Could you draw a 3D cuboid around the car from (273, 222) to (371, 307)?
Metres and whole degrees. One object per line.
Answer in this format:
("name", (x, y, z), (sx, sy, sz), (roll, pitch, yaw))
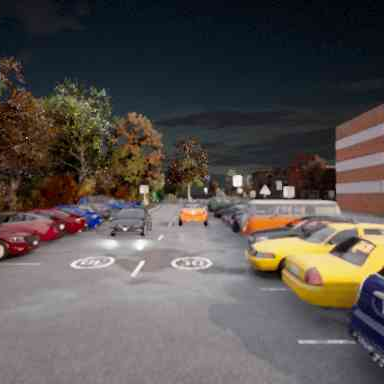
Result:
("car", (4.597, 1.523, 6.607), (5.366, 1.575, 1.946), (0, 0, 0))

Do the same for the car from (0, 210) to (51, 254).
("car", (-8.165, 1.563, 12.054), (5.008, 1.535, 2.097), (0, 0, 0))

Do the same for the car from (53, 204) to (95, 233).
("car", (-8.159, 1.603, 17.826), (5.008, 1.535, 2.097), (0, 0, 0))

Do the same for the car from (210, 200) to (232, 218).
("car", (4.403, 1.678, 29.212), (5.008, 1.535, 2.097), (0, 0, 0))

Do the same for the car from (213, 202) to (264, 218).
("car", (4.398, 1.734, 32.039), (4.674, 1.452, 2.002), (0, 0, 0))

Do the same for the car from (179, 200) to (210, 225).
("car", (0.084, 1.530, 25.945), (2.097, 1.767, 4.553), (0, 0, 0))

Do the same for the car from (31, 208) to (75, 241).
("car", (-8.192, 1.613, 15.001), (4.792, 1.488, 2.163), (0, 0, 0))

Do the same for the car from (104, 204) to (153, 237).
("car", (-3.362, 1.636, 19.098), (1.837, 1.490, 4.892), (0, 0, 0))

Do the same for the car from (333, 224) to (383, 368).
("car", (4.382, 1.381, 3.783), (4.553, 1.767, 2.185), (0, 0, 0))

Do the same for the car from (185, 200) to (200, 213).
("car", (0.073, 1.787, 41.670), (1.812, 1.442, 4.674), (0, 0, 0))

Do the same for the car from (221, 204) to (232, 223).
("car", (4.400, 1.663, 20.735), (4.674, 1.452, 2.002), (0, 0, 0))

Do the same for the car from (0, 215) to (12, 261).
("car", (-8.154, 1.544, 9.230), (5.008, 1.535, 2.097), (0, 0, 0))

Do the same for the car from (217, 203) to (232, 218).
("car", (4.403, 1.682, 23.561), (4.674, 1.452, 2.002), (0, 0, 0))

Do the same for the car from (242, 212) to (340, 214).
("car", (4.410, 1.605, 12.258), (4.674, 1.452, 2.002), (0, 0, 0))

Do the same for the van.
("van", (4.289, 1.358, 15.086), (4.442, 1.987, 1.878), (0, 0, 0))

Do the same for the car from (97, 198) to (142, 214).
("car", (-8.118, 1.591, 37.601), (4.553, 1.767, 2.185), (0, -1, 0))

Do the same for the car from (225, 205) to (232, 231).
("car", (4.433, 1.633, 17.910), (4.792, 1.488, 2.163), (0, 0, 0))

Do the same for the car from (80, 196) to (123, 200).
("car", (-8.149, 1.442, 31.821), (5.566, 2.045, 2.435), (0, 0, 0))

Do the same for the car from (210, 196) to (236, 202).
("car", (4.422, 1.458, 34.866), (5.566, 2.045, 2.435), (0, 0, 0))

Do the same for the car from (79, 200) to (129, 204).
("car", (-8.182, 1.678, 29.120), (4.892, 1.521, 2.231), (0, 0, 0))

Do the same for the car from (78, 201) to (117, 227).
("car", (-8.164, 1.642, 23.473), (4.892, 1.521, 2.231), (0, 0, 0))

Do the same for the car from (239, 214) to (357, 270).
("car", (4.224, 1.542, 9.433), (5.366, 1.575, 1.946), (0, 0, 0))
